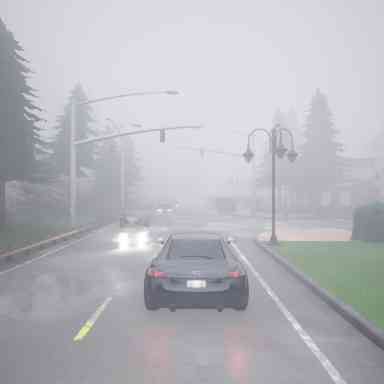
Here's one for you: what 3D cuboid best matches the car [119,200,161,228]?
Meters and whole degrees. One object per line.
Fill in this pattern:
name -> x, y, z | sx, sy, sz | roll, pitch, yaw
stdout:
car -> -3.563, 1.510, 22.225 | 2.128, 1.511, 4.902 | 1, 0, 0

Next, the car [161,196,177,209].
car -> -3.547, 1.547, 45.772 | 2.033, 1.411, 5.357 | 0, 0, 0

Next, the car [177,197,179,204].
car -> -3.489, 1.477, 62.007 | 1.882, 1.535, 5.008 | 0, 0, 1

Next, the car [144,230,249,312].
car -> 0.086, 1.564, 7.782 | 1.994, 1.385, 4.181 | 0, 0, 0
